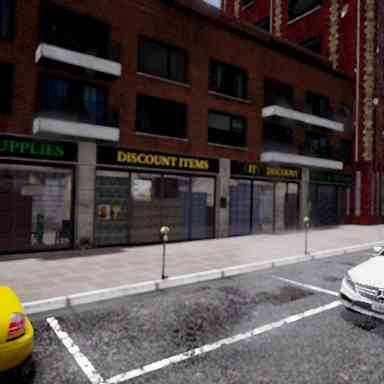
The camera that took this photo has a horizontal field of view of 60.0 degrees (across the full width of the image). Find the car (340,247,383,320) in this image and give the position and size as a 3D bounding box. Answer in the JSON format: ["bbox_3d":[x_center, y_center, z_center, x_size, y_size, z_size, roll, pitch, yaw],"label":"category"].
[{"bbox_3d":[4.842,1.546,6.536,4.674,1.442,1.812,0,0,-36],"label":"car"}]

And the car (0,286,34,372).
[{"bbox_3d":[-4.182,1.522,3.083,4.829,1.417,1.752,0,2,-36],"label":"car"}]
